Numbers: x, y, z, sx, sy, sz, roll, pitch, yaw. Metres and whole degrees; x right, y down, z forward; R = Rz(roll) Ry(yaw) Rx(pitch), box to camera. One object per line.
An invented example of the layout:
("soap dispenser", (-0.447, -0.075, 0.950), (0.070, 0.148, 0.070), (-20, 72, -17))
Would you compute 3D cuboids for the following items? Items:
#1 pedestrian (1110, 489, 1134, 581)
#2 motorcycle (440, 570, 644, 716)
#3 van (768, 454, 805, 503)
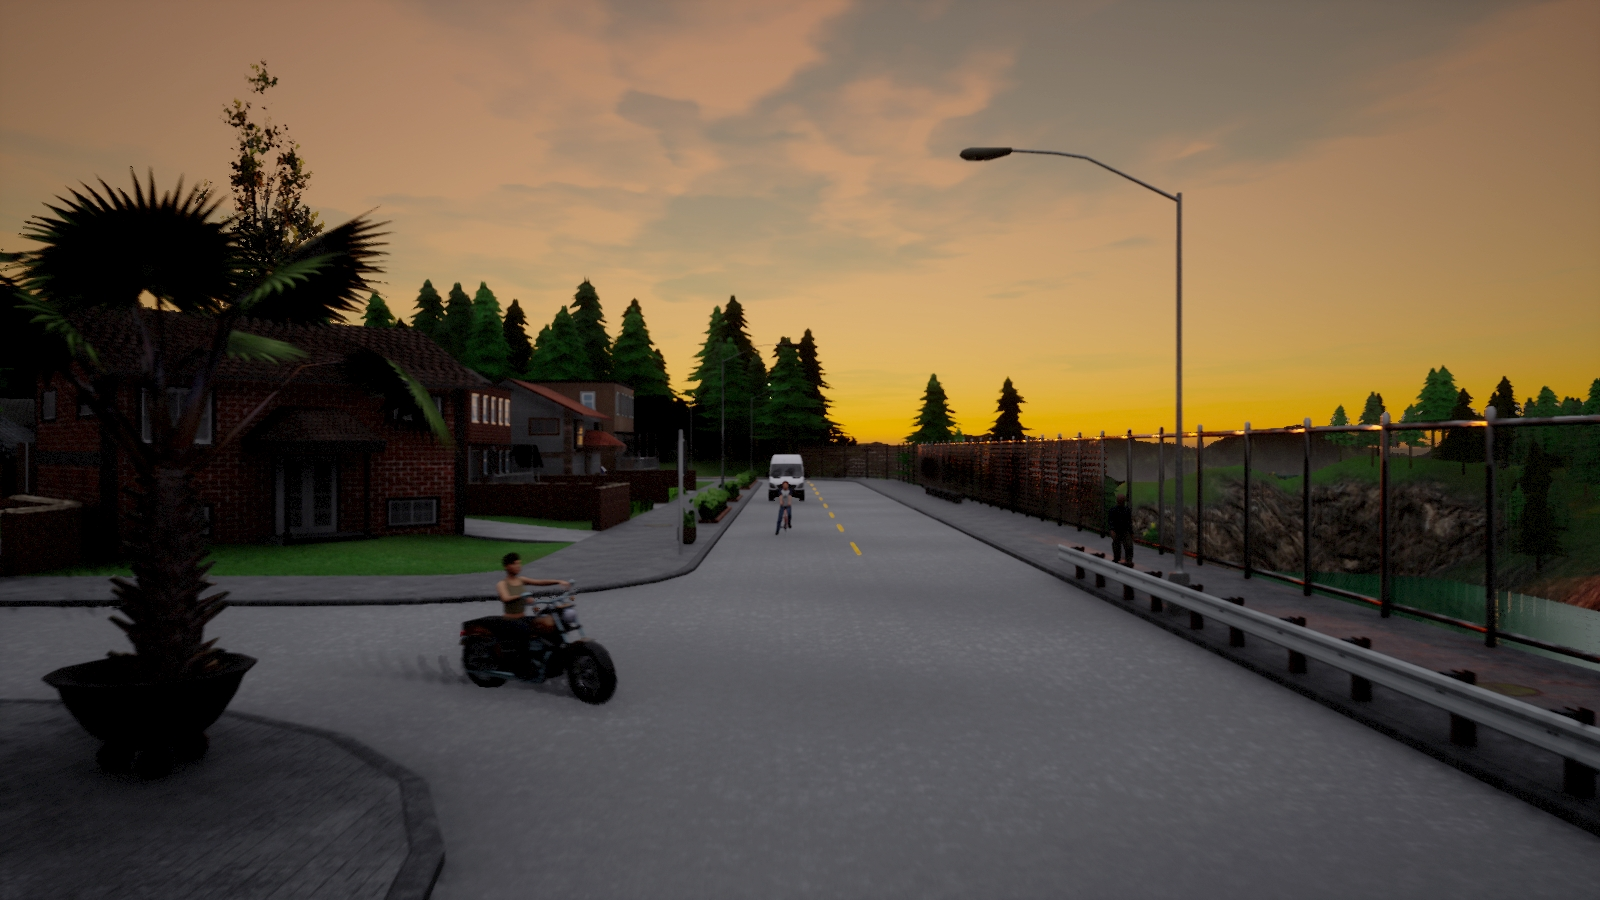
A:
("pedestrian", (6.657, 1.744, 23.604), (0.375, 1.860, 0.375), (0, 0, -2))
("motorcycle", (-2.978, 2.155, 13.097), (2.356, 1.307, 0.764), (0, 4, 31))
("van", (-0.741, 1.534, 63.571), (1.988, 2.561, 5.915), (0, 0, -1))
